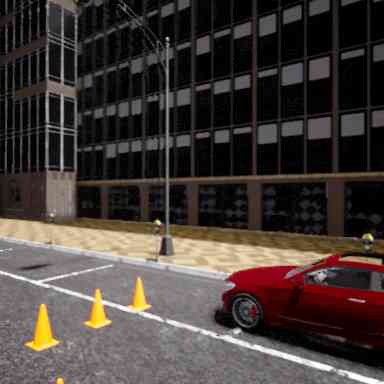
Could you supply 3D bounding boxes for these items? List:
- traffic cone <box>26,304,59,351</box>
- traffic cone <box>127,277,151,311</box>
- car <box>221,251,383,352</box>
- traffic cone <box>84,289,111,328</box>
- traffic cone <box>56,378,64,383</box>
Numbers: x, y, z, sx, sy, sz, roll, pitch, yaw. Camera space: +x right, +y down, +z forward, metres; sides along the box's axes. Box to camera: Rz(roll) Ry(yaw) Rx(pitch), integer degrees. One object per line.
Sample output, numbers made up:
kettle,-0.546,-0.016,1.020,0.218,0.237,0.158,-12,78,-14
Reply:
traffic cone,-2.220,1.973,4.954,0.340,0.580,0.340,0,0,36
traffic cone,-1.050,1.983,6.576,0.340,0.580,0.340,0,0,36
car,2.464,1.613,5.235,4.206,1.307,1.802,0,0,36
traffic cone,-1.635,1.978,5.765,0.340,0.580,0.340,0,0,36
traffic cone,-1.182,1.967,2.974,0.340,0.580,0.340,0,0,36
